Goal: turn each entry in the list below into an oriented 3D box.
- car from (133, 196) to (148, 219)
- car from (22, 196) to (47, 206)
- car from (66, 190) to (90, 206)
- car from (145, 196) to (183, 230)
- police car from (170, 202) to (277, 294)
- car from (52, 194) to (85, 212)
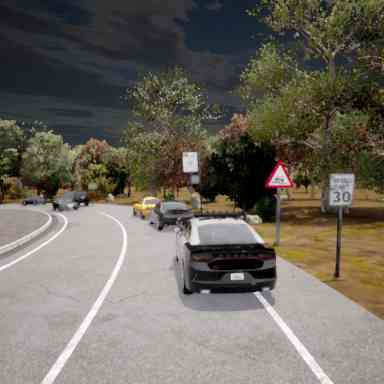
[{"bbox_3d":[-3.230,1.075,25.015,1.801,1.575,5.366,-2,1,-20],"label":"car"},{"bbox_3d":[-25.163,1.391,53.042,4.902,1.511,2.128,-2,3,34],"label":"car"},{"bbox_3d":[-15.433,0.861,43.655,2.150,2.045,5.566,-5,3,-41],"label":"car"},{"bbox_3d":[-1.264,1.215,18.863,1.837,1.490,4.892,-2,1,-15],"label":"car"},{"bbox_3d":[0.581,1.309,8.694,1.930,1.638,5.238,-1,1,-6],"label":"police car"},{"bbox_3d":[-13.412,1.274,35.118,2.128,1.511,4.902,-4,2,-34],"label":"car"}]
